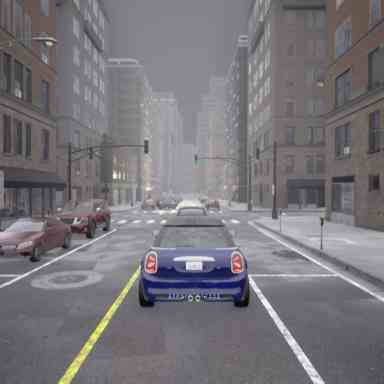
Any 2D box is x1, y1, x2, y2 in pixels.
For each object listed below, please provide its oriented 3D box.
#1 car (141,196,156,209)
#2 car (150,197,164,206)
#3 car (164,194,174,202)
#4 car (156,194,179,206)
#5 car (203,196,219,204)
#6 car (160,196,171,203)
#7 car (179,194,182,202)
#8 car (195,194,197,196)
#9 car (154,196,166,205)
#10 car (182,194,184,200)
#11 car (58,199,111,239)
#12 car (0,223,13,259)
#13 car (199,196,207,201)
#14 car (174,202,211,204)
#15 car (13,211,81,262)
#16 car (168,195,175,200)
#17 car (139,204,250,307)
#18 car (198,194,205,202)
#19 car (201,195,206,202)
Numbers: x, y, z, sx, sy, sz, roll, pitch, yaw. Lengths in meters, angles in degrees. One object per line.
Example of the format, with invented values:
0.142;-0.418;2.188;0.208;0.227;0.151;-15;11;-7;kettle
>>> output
-5.739;1.597;44.543;1.802;1.307;4.206;-1;0;0;car
-5.755;1.573;55.673;1.887;1.381;4.507;-1;0;0;car
-5.798;1.392;83.498;2.192;1.841;5.009;-1;0;0;car
-3.159;1.366;43.943;2.097;1.767;4.553;0;0;0;car
2.786;1.597;44.583;1.802;1.307;4.206;-1;0;0;car
-5.779;1.606;72.367;2.008;1.369;4.403;-1;0;0;car
-3.166;1.518;54.276;2.128;1.511;4.902;0;0;0;car
2.719;1.403;89.091;2.192;1.841;5.009;-1;0;0;car
-5.763;1.561;61.067;1.752;1.417;4.829;-1;0;0;car
-3.136;1.589;64.694;2.033;1.411;5.357;0;0;1;car
-5.702;1.314;17.543;2.192;1.841;5.009;-1;0;0;car
-5.684;1.549;6.377;2.008;1.369;4.403;-1;0;0;car
2.730;1.628;83.526;2.008;1.369;4.403;-1;0;0;car
-0.009;1.504;17.321;1.837;1.490;4.892;0;0;0;car
-5.691;1.580;11.960;1.802;1.307;4.206;-1;0;0;car
-5.812;1.539;94.628;1.967;1.590;4.097;-1;0;0;car
0.051;1.350;8.125;2.097;1.767;4.553;0;0;0;car
2.754;1.589;66.836;1.887;1.381;4.507;-1;0;0;car
2.777;1.546;50.316;1.752;1.417;4.829;-1;0;0;car
